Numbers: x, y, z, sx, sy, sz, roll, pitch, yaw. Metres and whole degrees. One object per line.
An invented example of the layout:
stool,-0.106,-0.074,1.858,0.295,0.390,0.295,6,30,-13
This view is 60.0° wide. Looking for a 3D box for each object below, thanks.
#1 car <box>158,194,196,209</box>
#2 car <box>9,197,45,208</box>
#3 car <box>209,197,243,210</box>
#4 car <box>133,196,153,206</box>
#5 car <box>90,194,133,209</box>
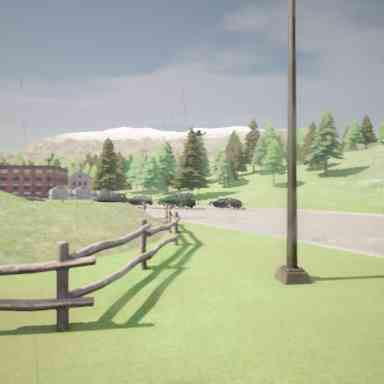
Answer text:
car,-2.071,1.222,44.982,5.566,2.045,2.150,0,0,37
car,-23.102,1.517,46.581,4.892,1.490,1.837,0,-1,12
car,4.385,1.501,44.118,4.892,1.490,1.837,0,-1,43
car,-8.482,1.356,52.790,4.553,1.767,2.097,0,0,27
car,-11.559,1.227,46.388,5.566,2.045,2.150,0,0,26
